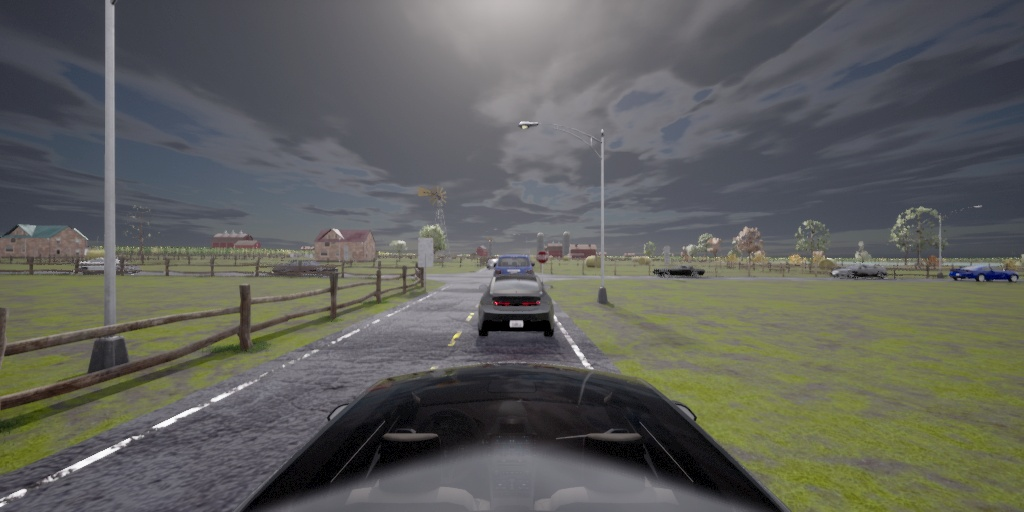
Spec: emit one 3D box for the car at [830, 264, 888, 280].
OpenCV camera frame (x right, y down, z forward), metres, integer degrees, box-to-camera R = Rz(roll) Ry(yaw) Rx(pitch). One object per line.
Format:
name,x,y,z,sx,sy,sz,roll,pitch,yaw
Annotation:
car,35.503,1.599,36.756,4.902,1.511,2.128,0,-1,-1

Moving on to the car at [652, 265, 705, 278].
car,16.874,1.536,36.525,4.718,1.301,1.895,1,-1,-1

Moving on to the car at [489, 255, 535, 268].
car,0.120,0.969,20.193,2.150,2.045,5.566,0,0,1

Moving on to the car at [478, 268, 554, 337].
car,0.099,1.254,10.324,1.837,1.490,4.892,0,0,0

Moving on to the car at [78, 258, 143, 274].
car,-36.795,0.893,32.879,4.674,1.442,1.812,1,-1,-1

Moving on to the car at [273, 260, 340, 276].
car,-18.922,1.101,33.101,5.357,1.411,2.033,1,-1,-1

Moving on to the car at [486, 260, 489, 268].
car,-2.834,1.228,53.942,2.128,1.511,4.902,0,0,0

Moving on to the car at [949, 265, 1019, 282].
car,44.712,1.640,33.988,5.008,1.535,1.882,1,-1,0
